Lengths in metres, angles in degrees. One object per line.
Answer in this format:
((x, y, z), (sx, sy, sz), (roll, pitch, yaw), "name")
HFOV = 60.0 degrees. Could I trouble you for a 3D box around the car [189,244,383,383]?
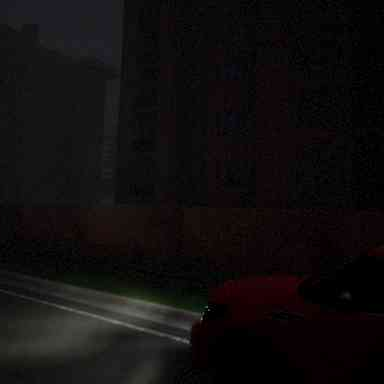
((2.691, 1.563, 3.622), (5.566, 2.045, 2.150), (0, -4, 31), "car")
